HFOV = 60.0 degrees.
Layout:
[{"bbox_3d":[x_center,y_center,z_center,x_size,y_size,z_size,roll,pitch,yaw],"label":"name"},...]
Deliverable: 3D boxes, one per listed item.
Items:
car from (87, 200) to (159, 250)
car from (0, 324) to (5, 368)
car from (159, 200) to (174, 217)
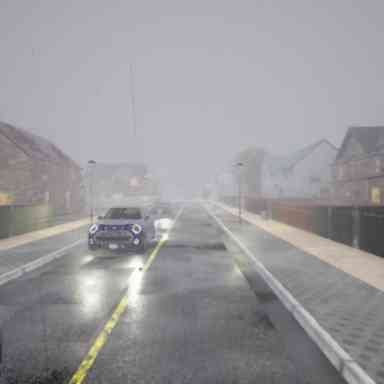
[{"bbox_3d":[-2.799,1.339,14.076,2.097,1.767,4.553,0,0,1],"label":"car"},{"bbox_3d":[-2.839,1.523,1.660,1.812,1.442,4.674,0,0,0],"label":"car"},{"bbox_3d":[-2.754,1.488,31.354,2.128,1.511,4.902,0,0,0],"label":"car"}]
